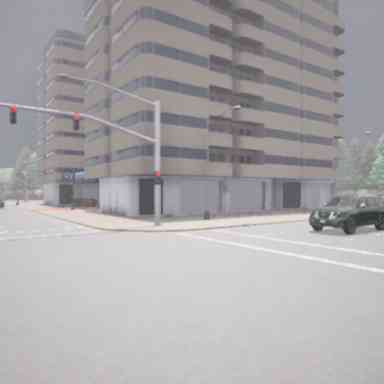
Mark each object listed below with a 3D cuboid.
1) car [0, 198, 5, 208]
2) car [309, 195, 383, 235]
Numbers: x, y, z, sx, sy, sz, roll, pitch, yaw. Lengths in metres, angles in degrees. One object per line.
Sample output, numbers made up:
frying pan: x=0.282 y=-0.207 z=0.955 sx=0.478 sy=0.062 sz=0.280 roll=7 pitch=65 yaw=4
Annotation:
car: x=-26.923 y=1.482 z=45.679 sx=2.128 sy=1.511 sz=4.902 roll=0 pitch=0 yaw=-35
car: x=9.114 y=1.188 z=19.085 sx=5.566 sy=2.045 sz=2.150 roll=0 pitch=0 yaw=-35
